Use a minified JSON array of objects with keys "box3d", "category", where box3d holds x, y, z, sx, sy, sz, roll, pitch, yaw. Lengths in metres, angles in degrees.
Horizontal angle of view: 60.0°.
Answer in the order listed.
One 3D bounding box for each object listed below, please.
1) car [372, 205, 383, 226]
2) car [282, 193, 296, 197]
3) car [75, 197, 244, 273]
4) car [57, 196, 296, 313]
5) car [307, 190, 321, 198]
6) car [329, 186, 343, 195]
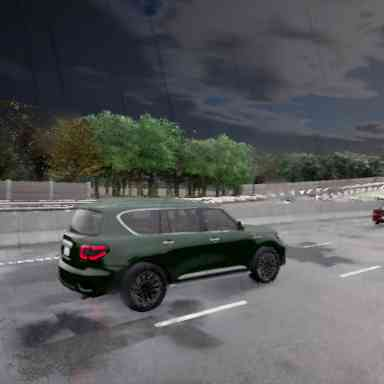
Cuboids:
[{"box3d":[14.102,1.467,22.359,5.008,1.535,1.882,0,0,-35],"category":"car"},{"box3d":[18.306,1.076,63.436,1.837,1.490,4.892,0,2,36],"category":"car"},{"box3d":[-0.954,1.218,11.655,5.566,2.045,2.150,0,0,-35],"category":"car"},{"box3d":[-0.205,1.219,7.892,5.566,2.045,2.150,0,0,-35],"category":"car"},{"box3d":[27.854,0.413,75.888,2.097,1.767,4.553,0,2,38],"category":"car"},{"box3d":[37.731,-0.420,87.583,2.150,2.045,5.566,0,3,42],"category":"car"}]
